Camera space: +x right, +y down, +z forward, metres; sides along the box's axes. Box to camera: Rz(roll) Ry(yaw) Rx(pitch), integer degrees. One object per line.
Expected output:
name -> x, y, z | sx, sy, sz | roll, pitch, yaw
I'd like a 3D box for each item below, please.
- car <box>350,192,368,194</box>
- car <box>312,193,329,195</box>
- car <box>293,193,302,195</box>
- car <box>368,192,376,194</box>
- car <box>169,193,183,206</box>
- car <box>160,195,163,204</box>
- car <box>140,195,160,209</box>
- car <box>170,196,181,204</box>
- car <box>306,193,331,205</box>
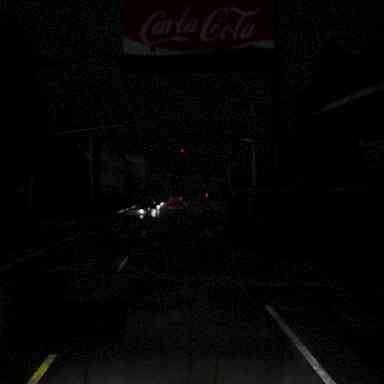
car -> 34.785, 0.872, 70.426 | 1.905, 1.878, 3.866 | -1, 0, -3
car -> 16.948, 1.068, 44.180 | 1.905, 1.878, 3.866 | -1, 0, -3
car -> 22.011, 1.073, 69.740 | 2.152, 1.636, 5.027 | -1, 0, -3
car -> 37.665, 0.864, 70.994 | 1.932, 1.855, 4.605 | -1, 0, -3
car -> -2.614, 1.201, 54.201 | 2.150, 2.045, 5.566 | -1, 0, -3
car -> -6.377, 1.520, 56.722 | 1.837, 1.490, 4.892 | -1, 0, -2
car -> -5.859, 1.371, 45.524 | 2.097, 1.767, 4.553 | -1, 0, -3
car -> -3.251, 1.540, 64.835 | 1.994, 1.385, 4.181 | -1, 0, -3
car -> 19.808, 1.054, 52.213 | 1.932, 1.855, 4.605 | -1, 0, -3
